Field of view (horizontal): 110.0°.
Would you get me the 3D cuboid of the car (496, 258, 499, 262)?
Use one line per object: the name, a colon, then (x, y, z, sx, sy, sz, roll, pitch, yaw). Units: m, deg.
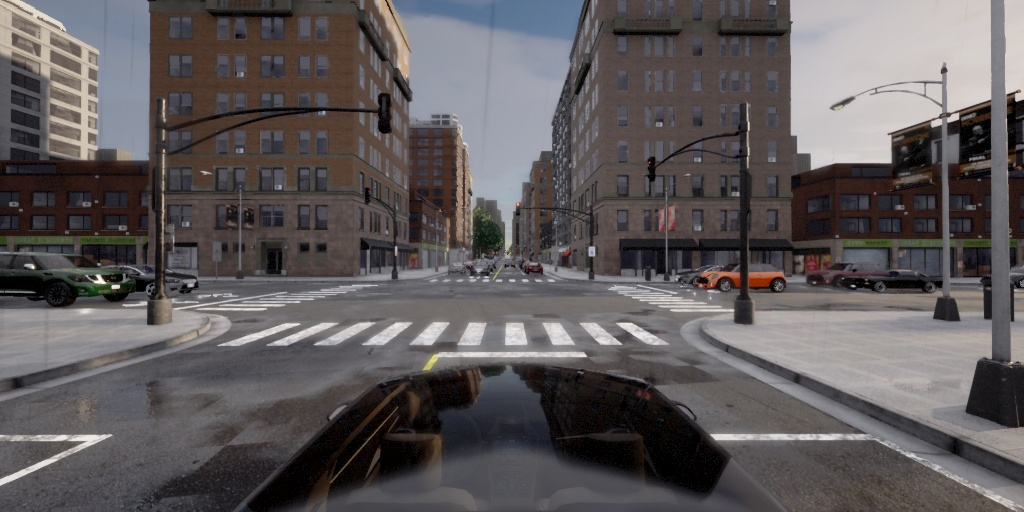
car: (-3.485, 1.322, 57.784, 1.837, 1.490, 4.892, 0, 0, 0)

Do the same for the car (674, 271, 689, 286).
car: (13.692, 1.347, 24.438, 4.902, 1.511, 2.128, 0, 0, 0)

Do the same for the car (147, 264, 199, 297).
car: (-18.124, 1.156, 17.469, 4.902, 1.511, 2.128, 0, 0, -1)

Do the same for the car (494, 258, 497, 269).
car: (-3.374, 1.340, 47.403, 2.033, 1.411, 5.357, 0, 0, -1)

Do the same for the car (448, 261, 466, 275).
car: (-6.062, 1.329, 39.854, 2.007, 1.370, 4.403, 0, 0, -1)

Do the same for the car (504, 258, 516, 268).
car: (-0.378, 1.435, 63.833, 1.895, 1.301, 4.718, 0, 0, 0)

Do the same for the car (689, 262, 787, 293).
car: (13.392, 1.181, 21.170, 4.553, 1.767, 2.097, 0, 0, 0)

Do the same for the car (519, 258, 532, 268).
car: (2.335, 1.325, 51.131, 1.751, 1.417, 4.829, 0, 0, -1)

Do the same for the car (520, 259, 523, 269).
car: (2.400, 1.355, 45.454, 1.948, 1.339, 4.313, 0, 0, -1)

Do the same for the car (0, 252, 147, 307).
car: (-18.473, 0.859, 14.224, 5.566, 2.045, 2.150, 0, 0, 0)

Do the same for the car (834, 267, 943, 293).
car: (22.401, 1.469, 21.238, 4.718, 1.301, 1.895, 0, 0, -1)

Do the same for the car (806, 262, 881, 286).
car: (22.887, 1.250, 24.493, 4.553, 1.767, 2.097, 0, 0, -1)

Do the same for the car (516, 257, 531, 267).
car: (2.275, 1.128, 56.467, 2.192, 1.841, 5.009, 0, 0, -1)

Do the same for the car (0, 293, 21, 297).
car: (-5.855, 1.190, 1.494, 1.967, 1.591, 4.097, 0, 0, 0)

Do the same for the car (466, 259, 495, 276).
car: (-3.266, 1.268, 37.599, 2.128, 1.511, 4.902, 0, 0, 0)

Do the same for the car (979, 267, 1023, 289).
car: (35.285, 1.459, 24.577, 4.892, 1.490, 1.837, 1, 0, 0)

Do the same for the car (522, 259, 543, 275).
car: (2.463, 1.324, 39.947, 1.888, 1.381, 4.507, 0, 0, -1)

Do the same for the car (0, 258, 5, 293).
car: (-28.382, 0.978, 17.397, 4.553, 1.767, 2.097, 0, 0, -1)
